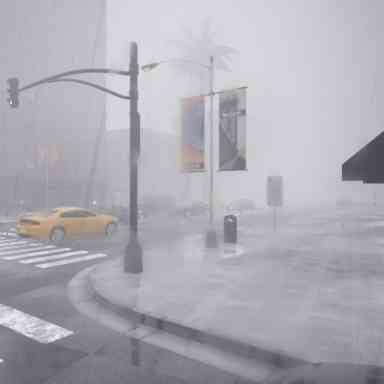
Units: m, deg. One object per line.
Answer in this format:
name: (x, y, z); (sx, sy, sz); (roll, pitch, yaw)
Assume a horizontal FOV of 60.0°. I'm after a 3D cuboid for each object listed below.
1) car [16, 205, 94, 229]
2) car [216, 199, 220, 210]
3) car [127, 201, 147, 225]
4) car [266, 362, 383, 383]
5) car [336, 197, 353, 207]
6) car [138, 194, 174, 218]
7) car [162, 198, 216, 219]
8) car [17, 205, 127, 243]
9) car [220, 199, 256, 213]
car: (-9.318, 1.614, 22.973); (1.895, 1.301, 4.718); (0, 0, 35)
car: (2.247, 1.527, 39.311); (1.882, 1.535, 5.008); (0, 0, 35)
car: (-5.798, 1.567, 22.310); (2.033, 1.411, 5.357); (0, 0, 35)
car: (2.202, 1.551, 1.275); (4.403, 1.369, 2.008); (0, 0, 36)
car: (24.807, 1.619, 54.013); (2.128, 1.511, 4.902); (0, 0, 35)
car: (-3.679, 1.251, 30.944); (2.150, 2.045, 5.566); (0, 0, 35)
car: (-0.129, 1.514, 30.333); (1.882, 1.535, 5.008); (0, 0, 35)
car: (-5.823, 1.494, 16.315); (1.882, 1.535, 5.008); (0, 0, 35)
car: (5.710, 1.548, 38.583); (2.128, 1.511, 4.902); (0, 0, 35)
